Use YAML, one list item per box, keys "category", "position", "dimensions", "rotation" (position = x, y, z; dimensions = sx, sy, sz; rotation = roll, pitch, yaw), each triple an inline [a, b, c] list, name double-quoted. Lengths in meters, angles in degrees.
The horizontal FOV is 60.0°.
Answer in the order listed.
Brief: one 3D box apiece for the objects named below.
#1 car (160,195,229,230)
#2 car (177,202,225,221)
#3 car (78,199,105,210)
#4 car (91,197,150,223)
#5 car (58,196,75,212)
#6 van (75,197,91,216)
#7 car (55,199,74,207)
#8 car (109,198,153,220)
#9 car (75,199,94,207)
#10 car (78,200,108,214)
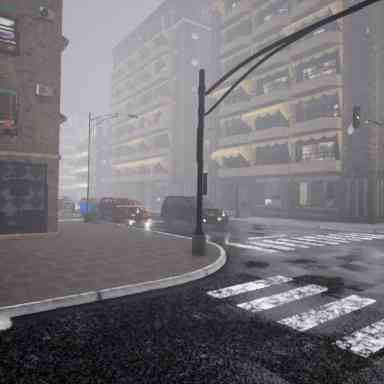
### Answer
- category: "car"
  position: [0.010, 1.249, 21.827]
  dimensions: [2.150, 2.045, 5.566]
  rotation: [1, -1, -36]
- category: "car"
  position: [0.735, 1.686, 30.141]
  dimensions: [1.752, 1.417, 4.829]
  rotation: [1, -1, -35]
- category: "car"
  position: [-14.299, 1.738, 47.030]
  dimensions: [2.033, 1.411, 5.357]
  rotation: [1, -1, -35]
- category: "car"
  position: [-5.583, 1.310, 25.437]
  dimensions: [2.192, 1.841, 5.009]
  rotation: [1, -1, -35]
- category: "car"
  position: [-15.279, 1.369, 39.068]
  dimensions: [2.192, 1.841, 5.009]
  rotation: [1, -1, -35]
- category: "van"
  position: [-8.815, 1.355, 29.980]
  dimensions: [1.690, 1.788, 3.998]
  rotation: [1, -1, -35]
- category: "car"
  position: [-22.539, 1.848, 58.613]
  dimensions: [1.895, 1.301, 4.718]
  rotation: [1, -1, -36]
- category: "car"
  position: [-5.564, 1.410, 29.672]
  dimensions: [2.097, 1.767, 4.553]
  rotation: [1, -1, -35]
- category: "car"
  position: [-18.557, 1.867, 57.262]
  dimensions: [1.802, 1.307, 4.206]
  rotation: [1, -1, -35]
- category: "car"
  position: [-11.301, 1.657, 37.755]
  dimensions: [1.994, 1.385, 4.181]
  rotation: [1, -1, -35]
